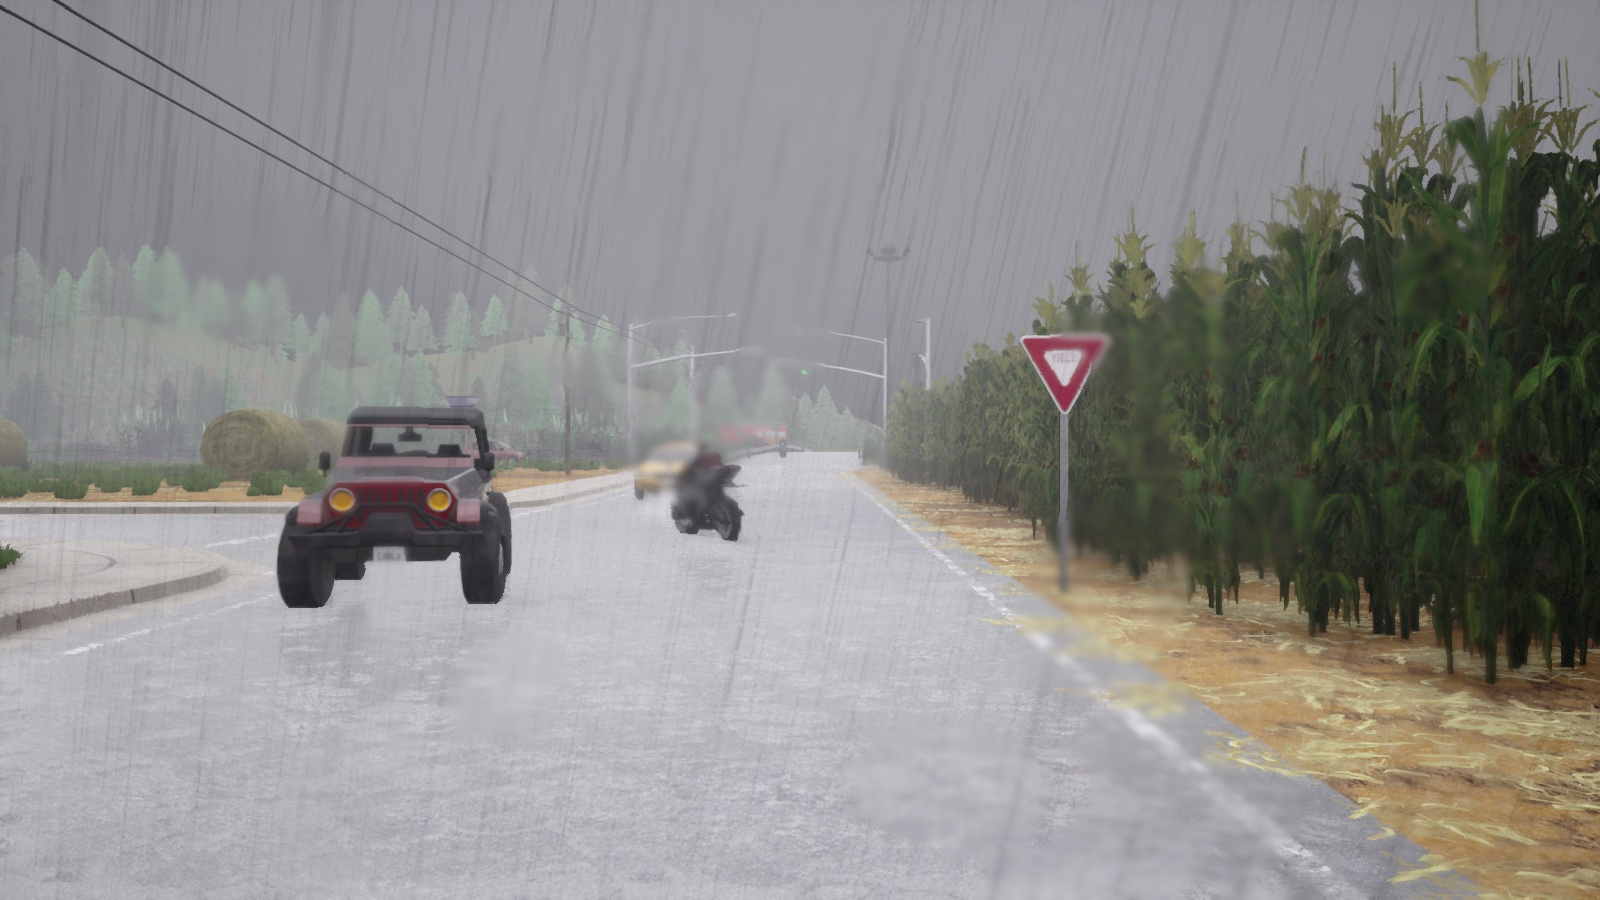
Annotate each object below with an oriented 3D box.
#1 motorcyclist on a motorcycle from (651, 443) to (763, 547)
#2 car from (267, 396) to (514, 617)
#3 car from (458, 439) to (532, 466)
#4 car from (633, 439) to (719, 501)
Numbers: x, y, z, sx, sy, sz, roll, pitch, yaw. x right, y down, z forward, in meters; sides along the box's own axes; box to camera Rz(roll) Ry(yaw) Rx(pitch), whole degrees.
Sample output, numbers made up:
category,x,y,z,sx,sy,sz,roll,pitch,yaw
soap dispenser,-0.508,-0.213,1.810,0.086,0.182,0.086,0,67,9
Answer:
category,x,y,z,sx,sy,sz,roll,pitch,yaw
motorcyclist on a motorcycle,-1.511,0.662,19.906,0.866,1.530,2.191,-2,1,-30
car,-3.943,0.468,12.728,1.905,1.878,3.866,0,0,-11
car,-18.478,0.165,76.190,3.988,1.617,1.851,0,0,3
car,-3.299,0.489,34.269,1.801,1.575,5.366,0,0,0
